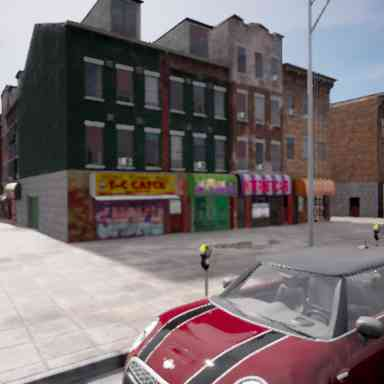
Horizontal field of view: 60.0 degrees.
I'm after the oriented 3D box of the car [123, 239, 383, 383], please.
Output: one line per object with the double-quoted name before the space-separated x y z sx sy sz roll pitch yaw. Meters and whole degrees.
"car" 1.291 1.440 3.744 4.097 1.590 1.967 0 -1 -36
